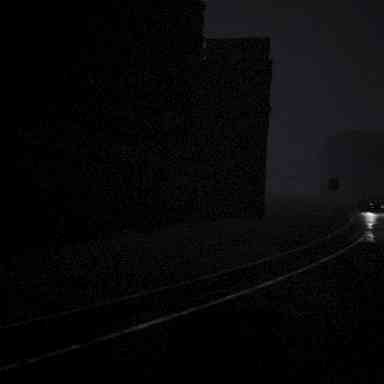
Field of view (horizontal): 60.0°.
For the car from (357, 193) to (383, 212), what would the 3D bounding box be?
[{"bbox_3d":[16.043,0.908,29.403,1.837,1.490,4.892,3,2,14],"label":"car"}]
